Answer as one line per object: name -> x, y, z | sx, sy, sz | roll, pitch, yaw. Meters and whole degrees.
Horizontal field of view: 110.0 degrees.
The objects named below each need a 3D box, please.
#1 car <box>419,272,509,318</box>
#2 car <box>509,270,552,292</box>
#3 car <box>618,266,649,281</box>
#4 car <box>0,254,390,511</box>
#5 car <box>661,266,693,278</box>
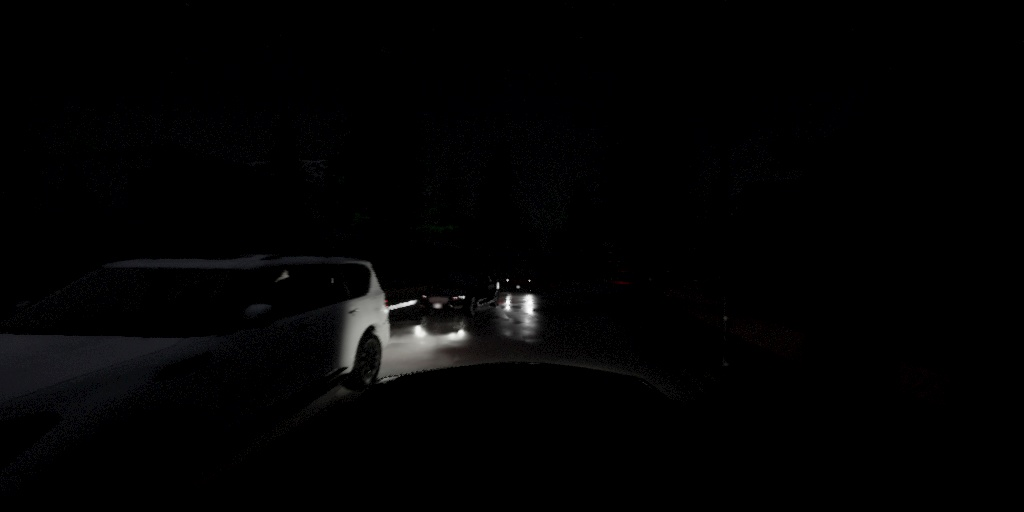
car -> -1.851, 1.378, 14.006 | 2.128, 1.511, 4.902 | 0, -1, 13
car -> 1.205, 1.622, 24.041 | 1.895, 1.301, 4.718 | 0, -1, 22
car -> 12.133, 1.693, 35.670 | 1.882, 1.535, 5.008 | 0, -1, 36
car -> -3.279, 0.982, 4.005 | 2.150, 2.045, 5.566 | 0, -1, 3
car -> 20.604, 1.913, 44.684 | 5.357, 1.411, 2.033 | 1, -1, -41
